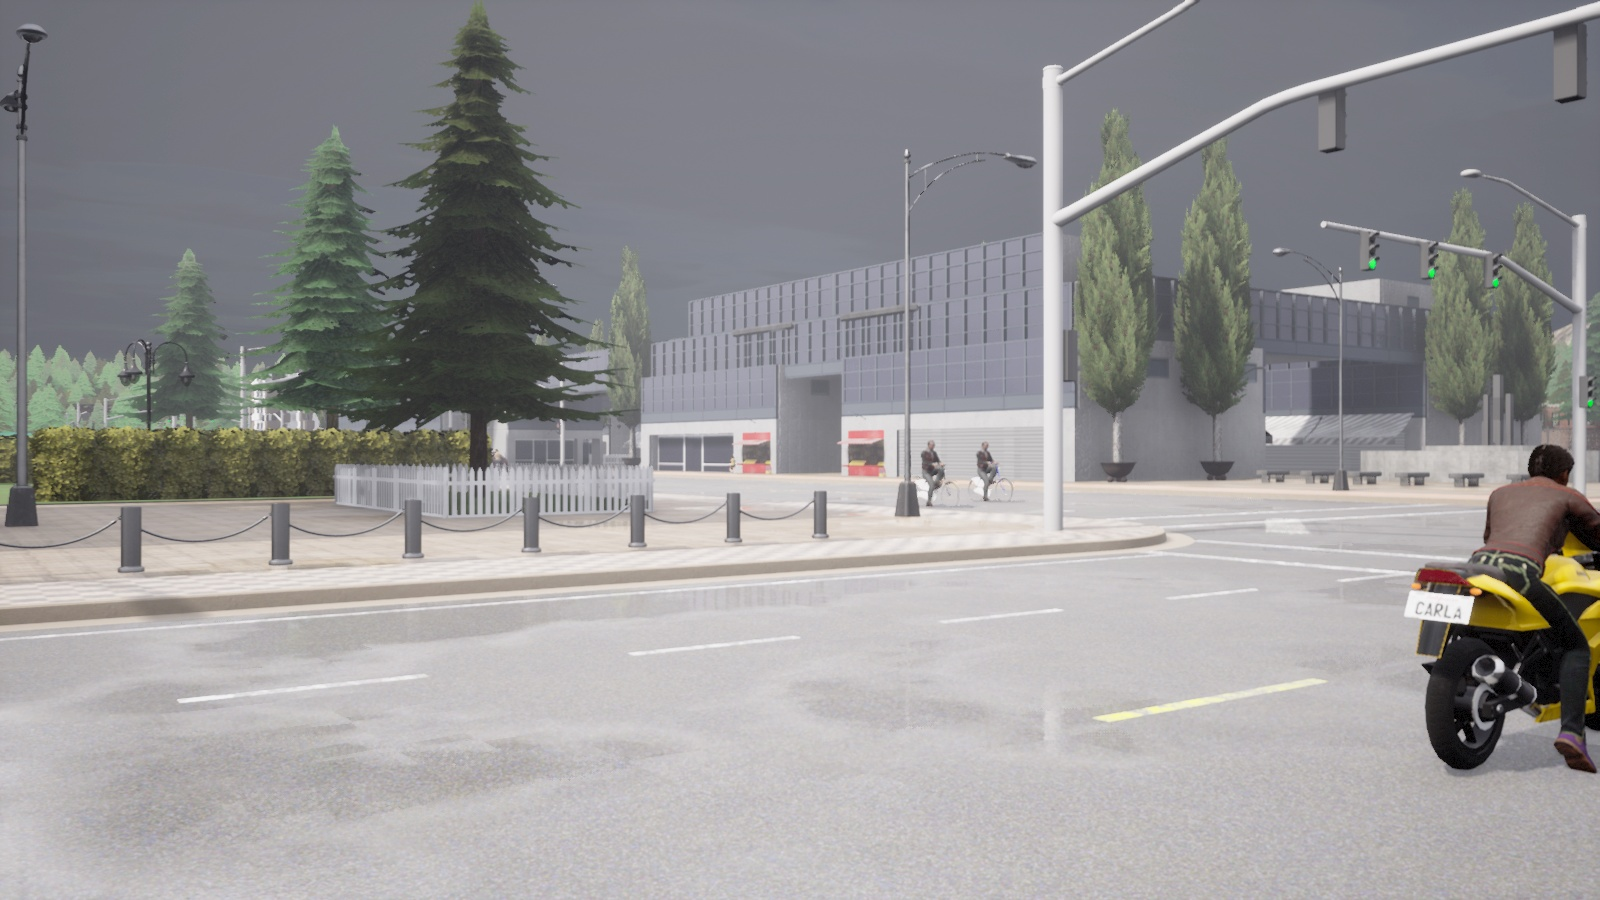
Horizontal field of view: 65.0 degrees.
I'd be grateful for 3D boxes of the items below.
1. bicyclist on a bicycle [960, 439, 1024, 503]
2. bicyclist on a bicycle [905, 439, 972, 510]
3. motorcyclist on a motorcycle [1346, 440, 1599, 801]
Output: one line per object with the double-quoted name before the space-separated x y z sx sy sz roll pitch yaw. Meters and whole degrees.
"bicyclist on a bicycle" 5.462 0.622 35.876 0.659 1.776 1.843 0 -2 -35
"bicyclist on a bicycle" 3.576 0.630 32.464 0.659 1.776 1.843 0 0 -35
"motorcyclist on a motorcycle" 3.655 0.717 6.207 2.044 1.523 0.797 0 0 -35
